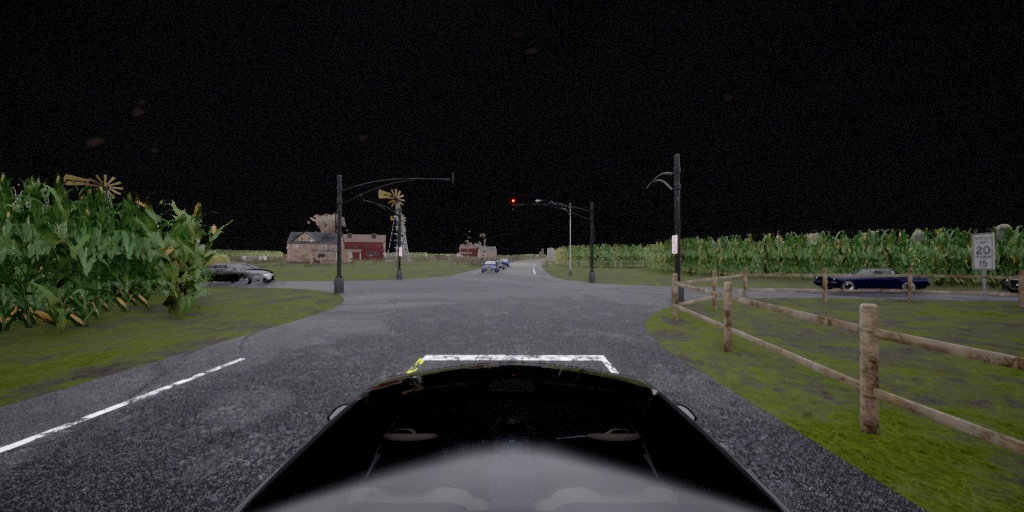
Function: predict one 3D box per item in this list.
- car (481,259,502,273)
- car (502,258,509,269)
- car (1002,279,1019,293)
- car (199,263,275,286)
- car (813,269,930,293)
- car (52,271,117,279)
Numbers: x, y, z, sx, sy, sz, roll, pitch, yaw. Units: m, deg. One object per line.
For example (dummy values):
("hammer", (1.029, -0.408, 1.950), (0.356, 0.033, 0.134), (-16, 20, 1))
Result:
("car", (-2.595, 1.271, 43.910), (1.812, 1.442, 4.674), (0, 0, 3))
("car", (-2.065, 1.303, 53.917), (1.994, 1.385, 4.181), (0, 0, 5))
("car", (29.349, 1.377, 19.028), (4.181, 1.385, 1.994), (0, -1, 10))
("car", (-18.715, 1.203, 24.405), (4.902, 1.511, 2.128), (0, -1, 9))
("car", (20.381, 1.401, 20.577), (4.718, 1.301, 1.895), (0, -1, 9))
("car", (-31.926, 1.292, 26.571), (4.718, 1.301, 1.895), (0, -1, 9))
